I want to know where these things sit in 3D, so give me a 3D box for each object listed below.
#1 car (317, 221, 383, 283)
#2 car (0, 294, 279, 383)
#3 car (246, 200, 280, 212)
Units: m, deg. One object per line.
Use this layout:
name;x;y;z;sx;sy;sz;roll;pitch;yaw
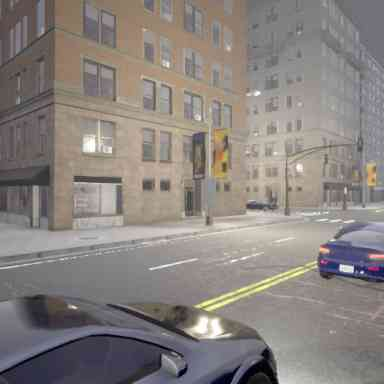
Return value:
car;4.983;1.528;9.025;1.812;1.442;4.674;0;0;43
car;-1.032;1.564;2.577;1.994;1.385;4.181;0;0;43
car;7.723;1.590;38.792;4.718;1.301;1.895;0;0;43
